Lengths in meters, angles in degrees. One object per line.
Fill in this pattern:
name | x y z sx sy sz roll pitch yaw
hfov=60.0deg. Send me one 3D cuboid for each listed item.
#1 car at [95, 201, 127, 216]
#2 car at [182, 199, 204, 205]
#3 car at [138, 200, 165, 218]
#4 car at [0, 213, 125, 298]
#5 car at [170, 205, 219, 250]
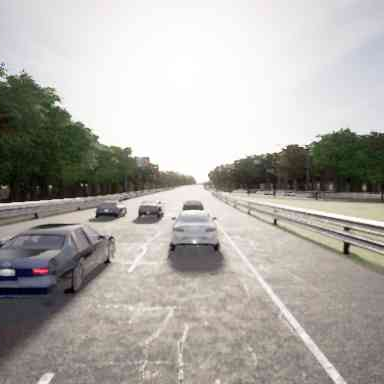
car | -6.906 1.456 28.842 1.994 1.385 4.181 0 0 0
car | 0.096 1.361 29.971 1.882 1.535 5.008 0 0 0
car | -3.406 1.387 28.389 2.128 1.511 4.902 0 0 0
car | -3.406 1.530 8.663 2.033 1.411 5.357 0 0 0
car | 0.096 1.488 13.980 1.812 1.442 4.674 0 0 0
